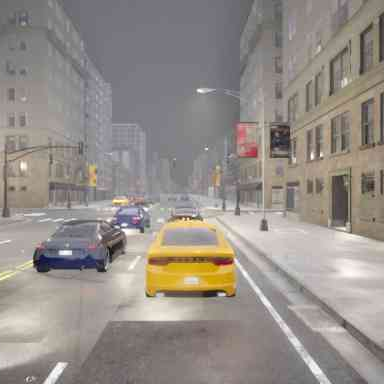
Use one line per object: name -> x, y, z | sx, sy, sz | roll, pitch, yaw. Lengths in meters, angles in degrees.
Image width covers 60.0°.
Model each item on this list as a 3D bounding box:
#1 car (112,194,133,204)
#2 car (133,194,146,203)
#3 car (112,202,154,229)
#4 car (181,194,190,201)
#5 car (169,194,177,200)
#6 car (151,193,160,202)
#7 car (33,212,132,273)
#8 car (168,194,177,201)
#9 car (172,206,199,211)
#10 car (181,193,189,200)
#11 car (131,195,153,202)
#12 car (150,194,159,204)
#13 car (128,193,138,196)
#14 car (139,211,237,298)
car -> -10.899, 1.491, 51.128 | 1.882, 1.535, 5.008 | 0, 0, -1
car -> -11.227, 1.371, 71.052 | 2.097, 1.767, 4.553 | 0, 0, -1
car -> -3.535, 1.528, 19.464 | 1.812, 1.442, 4.674 | 0, 0, -1
car -> -1.677, 1.367, 80.625 | 2.097, 1.767, 4.553 | 0, 0, -1
car -> -5.164, 1.369, 91.804 | 2.097, 1.767, 4.553 | 0, 0, -1
car -> -7.980, 1.241, 71.208 | 2.150, 2.045, 5.566 | 0, 0, -1
car -> -3.356, 1.564, 10.722 | 1.994, 1.385, 4.181 | 0, 0, -1
car -> -4.962, 1.567, 82.205 | 1.994, 1.385, 4.181 | 0, 0, -1
car -> -0.354, 1.507, 18.065 | 1.837, 1.490, 4.892 | 0, 0, -1
car -> -1.889, 1.237, 90.626 | 2.097, 1.767, 4.553 | 0, 0, -1
car -> -7.646, 1.614, 51.090 | 1.895, 1.301, 4.718 | 0, 0, -1
car -> -7.816, 1.563, 60.733 | 2.033, 1.411, 5.357 | 0, 0, -1
car -> -11.075, 1.237, 61.063 | 2.150, 2.045, 5.566 | 0, 0, -1
car -> -0.054, 1.478, 8.584 | 1.882, 1.535, 5.008 | 0, 0, -1
